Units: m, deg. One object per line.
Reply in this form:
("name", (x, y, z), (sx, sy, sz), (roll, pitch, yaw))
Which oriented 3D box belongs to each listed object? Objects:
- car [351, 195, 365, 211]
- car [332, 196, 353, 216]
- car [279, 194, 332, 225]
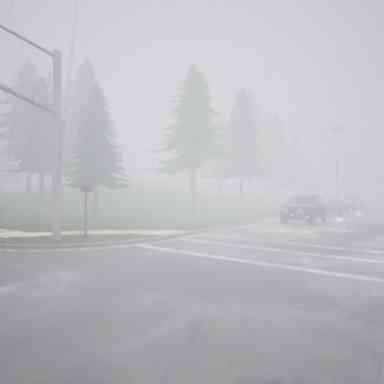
("car", (19.579, 1.307, 40.333), (2.097, 1.767, 4.553), (0, 0, 35))
("car", (13.817, 1.432, 32.175), (1.882, 1.535, 5.008), (0, 0, 35))
("car", (8.149, 1.177, 24.091), (2.150, 2.045, 5.566), (0, 0, 35))
